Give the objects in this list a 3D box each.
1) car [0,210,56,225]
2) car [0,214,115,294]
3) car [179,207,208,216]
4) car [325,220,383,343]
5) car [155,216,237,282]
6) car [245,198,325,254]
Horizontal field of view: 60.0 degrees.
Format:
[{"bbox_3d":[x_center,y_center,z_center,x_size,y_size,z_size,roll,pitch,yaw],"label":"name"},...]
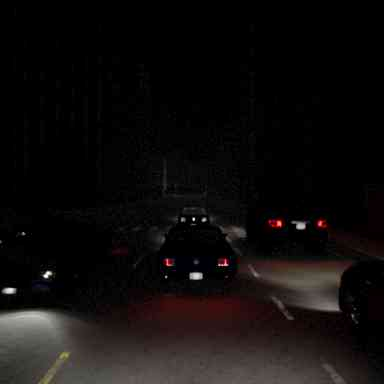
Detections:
[{"bbox_3d":[-7.010,1.538,14.457,1.812,1.442,4.674,0,0,0],"label":"car"},{"bbox_3d":[-3.558,1.555,9.178,2.033,1.411,5.357,0,0,0],"label":"car"},{"bbox_3d":[0.097,1.606,21.639,1.895,1.301,4.718,0,1,0],"label":"car"},{"bbox_3d":[3.594,1.356,3.963,2.097,1.767,4.553,0,0,0],"label":"car"},{"bbox_3d":[0.098,1.609,9.729,1.895,1.301,4.718,0,0,0],"label":"car"},{"bbox_3d":[3.607,1.233,13.673,2.150,2.045,5.566,0,0,0],"label":"car"}]
